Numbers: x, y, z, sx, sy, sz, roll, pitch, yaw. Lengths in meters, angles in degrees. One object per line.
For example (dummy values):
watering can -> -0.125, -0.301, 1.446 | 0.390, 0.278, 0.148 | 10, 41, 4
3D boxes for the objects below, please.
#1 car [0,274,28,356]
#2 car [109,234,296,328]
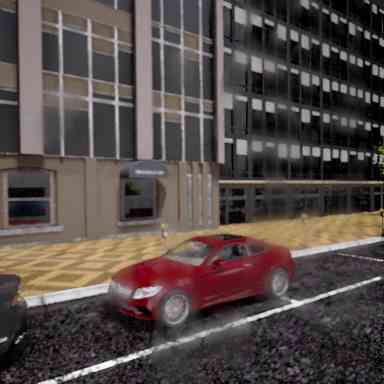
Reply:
car -> -4.214, 1.558, 3.565 | 4.403, 1.369, 2.008 | 0, 0, -35
car -> 0.414, 1.562, 6.863 | 4.206, 1.307, 1.802 | 0, 0, -35
